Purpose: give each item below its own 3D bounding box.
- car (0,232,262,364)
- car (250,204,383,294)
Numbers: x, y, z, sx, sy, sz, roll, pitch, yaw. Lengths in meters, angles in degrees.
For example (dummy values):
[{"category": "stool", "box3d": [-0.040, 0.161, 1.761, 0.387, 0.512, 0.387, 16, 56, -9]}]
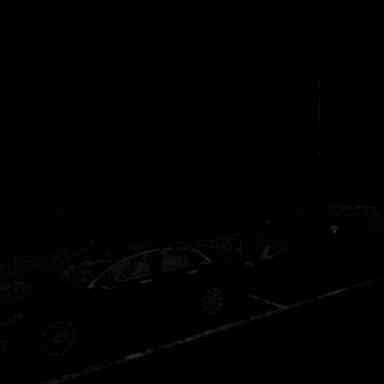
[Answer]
[{"category": "car", "box3d": [-1.112, 1.542, 5.740, 4.403, 1.369, 2.008, 0, 0, -35]}, {"category": "car", "box3d": [3.325, 1.284, 8.904, 5.009, 1.841, 2.192, 0, 0, -35]}]
